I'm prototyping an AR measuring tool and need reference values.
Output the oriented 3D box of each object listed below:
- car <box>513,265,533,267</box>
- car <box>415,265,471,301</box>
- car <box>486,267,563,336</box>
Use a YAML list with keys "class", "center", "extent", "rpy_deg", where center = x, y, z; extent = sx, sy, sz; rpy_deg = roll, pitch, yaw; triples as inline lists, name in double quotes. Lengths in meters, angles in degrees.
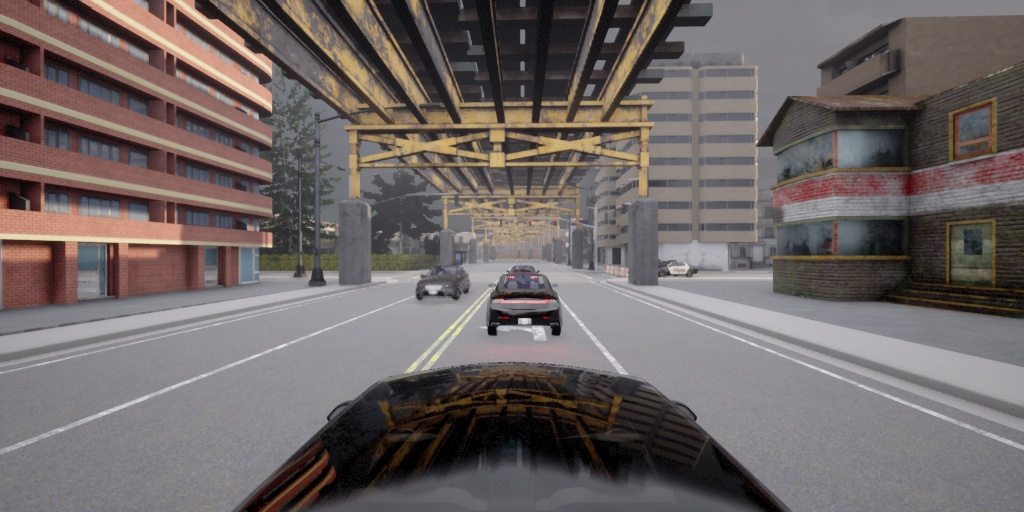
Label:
- class: "car"
  center: [0.627, 1.240, 20.656]
  extent: [1.812, 1.442, 4.674]
  rpy_deg: [0, 0, 2]
- class: "car"
  center: [-3.149, 1.218, 17.124]
  extent: [2.128, 1.511, 4.902]
  rpy_deg: [0, 0, 2]
- class: "car"
  center: [0.328, 1.232, 10.388]
  extent: [2.128, 1.511, 4.902]
  rpy_deg: [0, 0, 1]
